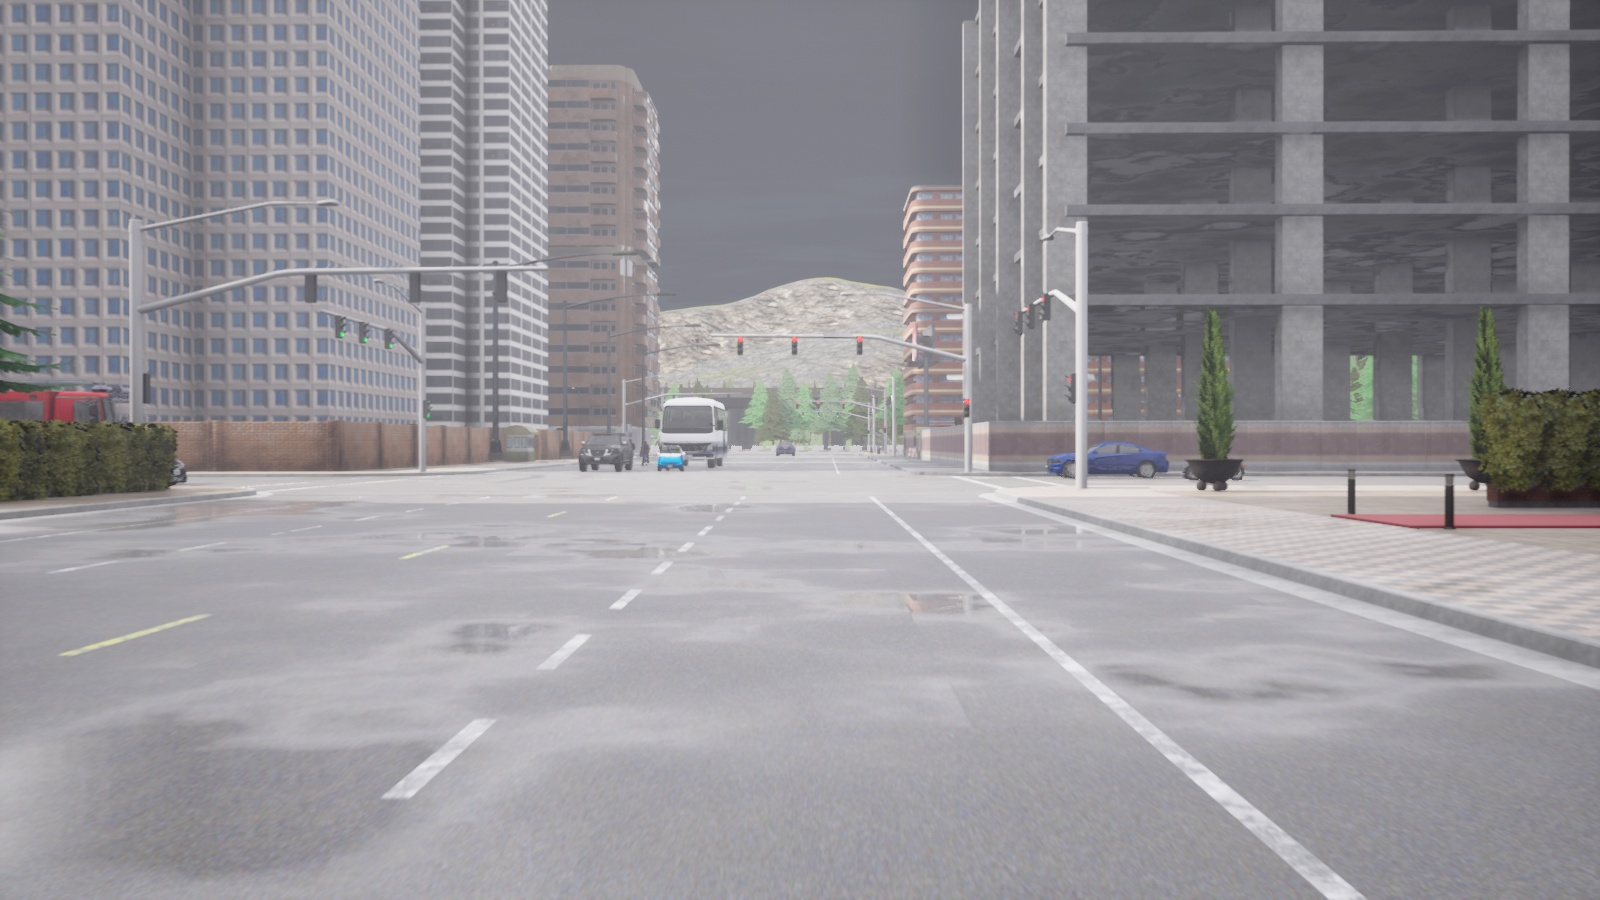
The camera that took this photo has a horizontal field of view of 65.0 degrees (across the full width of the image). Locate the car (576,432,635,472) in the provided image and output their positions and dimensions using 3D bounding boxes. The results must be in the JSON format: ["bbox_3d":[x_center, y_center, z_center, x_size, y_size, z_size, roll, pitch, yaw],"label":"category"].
[{"bbox_3d":[-10.268,0.081,66.692,2.150,2.045,5.566,0,0,1],"label":"car"}]

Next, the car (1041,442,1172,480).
[{"bbox_3d":[12.684,0.440,52.184,5.008,1.535,1.882,0,0,1],"label":"car"}]

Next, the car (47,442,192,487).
[{"bbox_3d":[-22.776,0.456,42.118,3.806,1.475,1.970,0,0,1],"label":"car"}]

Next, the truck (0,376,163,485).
[{"bbox_3d":[-28.123,-0.698,45.678,8.468,3.827,2.891,0,0,1],"label":"truck"}]

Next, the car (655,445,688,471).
[{"bbox_3d":[-6.771,0.421,66.521,1.481,1.376,2.207,0,0,1],"label":"car"}]

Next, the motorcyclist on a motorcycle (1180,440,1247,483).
[{"bbox_3d":[16.016,0.436,48.643,2.350,1.649,0.766,0,0,1],"label":"motorcyclist on a motorcycle"}]

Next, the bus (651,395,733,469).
[{"bbox_3d":[-6.533,-1.074,77.832,3.944,4.253,10.273,0,0,1],"label":"bus"}]
